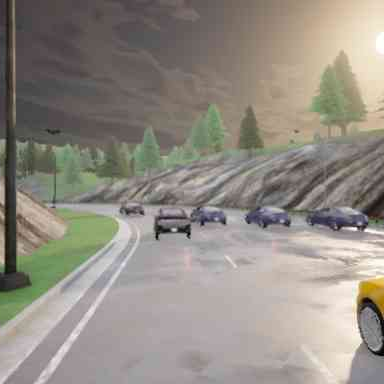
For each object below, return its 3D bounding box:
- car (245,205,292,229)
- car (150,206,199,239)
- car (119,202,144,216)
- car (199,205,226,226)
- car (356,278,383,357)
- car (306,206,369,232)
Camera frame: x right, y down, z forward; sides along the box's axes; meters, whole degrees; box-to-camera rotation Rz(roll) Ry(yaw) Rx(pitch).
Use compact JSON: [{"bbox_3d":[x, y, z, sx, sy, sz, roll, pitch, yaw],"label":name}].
[{"bbox_3d":[5.093,1.626,22.658,1.812,1.442,4.674,0,0,-11],"label":"car"},{"bbox_3d":[-1.182,1.598,18.180,2.128,1.511,4.902,0,0,-8],"label":"car"},{"bbox_3d":[-6.453,1.752,35.370,1.812,1.442,4.674,0,0,-25],"label":"car"},{"bbox_3d":[1.111,1.655,24.460,1.812,1.442,4.674,0,0,-14],"label":"car"},{"bbox_3d":[3.453,1.478,3.058,1.882,1.535,5.008,0,0,-1],"label":"car"},{"bbox_3d":[8.981,1.596,20.841,1.812,1.442,4.674,0,0,-10],"label":"car"}]
